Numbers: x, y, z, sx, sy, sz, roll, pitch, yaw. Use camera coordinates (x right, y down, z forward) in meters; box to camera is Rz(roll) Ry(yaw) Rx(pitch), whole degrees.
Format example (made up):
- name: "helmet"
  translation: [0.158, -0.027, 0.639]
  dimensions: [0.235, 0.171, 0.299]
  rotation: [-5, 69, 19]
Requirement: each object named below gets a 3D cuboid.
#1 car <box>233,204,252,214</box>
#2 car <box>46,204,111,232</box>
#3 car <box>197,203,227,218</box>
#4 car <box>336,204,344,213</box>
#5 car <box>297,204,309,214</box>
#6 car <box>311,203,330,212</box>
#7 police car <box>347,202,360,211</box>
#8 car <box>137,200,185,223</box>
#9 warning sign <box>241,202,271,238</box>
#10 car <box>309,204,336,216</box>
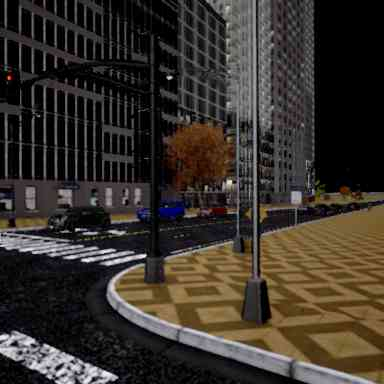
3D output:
- name: "car"
  translation: [7.967, 2.516, 48.577]
  dimensions: [2.033, 1.411, 5.357]
  rotation: [0, -1, 33]
- name: "car"
  translation: [-8.041, 1.783, 23.809]
  dimensions: [2.097, 1.767, 4.553]
  rotation: [0, -1, 33]
- name: "car"
  translation: [2.469, 2.137, 40.117]
  dimensions: [2.097, 1.767, 4.553]
  rotation: [0, -1, 33]
- name: "car"
  translation: [23.500, 2.659, 54.411]
  dimensions: [1.837, 1.490, 4.892]
  rotation: [0, -1, 33]
- name: "car"
  translation: [17.491, 2.611, 51.074]
  dimensions: [2.033, 1.411, 5.357]
  rotation: [0, -1, 32]
- name: "car"
  translation: [23.143, 2.798, 59.848]
  dimensions: [2.033, 1.411, 5.357]
  rotation: [0, -1, 33]
- name: "police car"
  translation: [31.914, 2.821, 65.546]
  dimensions: [1.930, 1.638, 5.238]
  rotation: [0, -1, 33]
- name: "car"
  translation: [-2.827, 1.828, 31.904]
  dimensions: [2.150, 2.045, 5.566]
  rotation: [0, -1, 33]
- name: "warning sign"
  translation: [3.516, 1.506, 18.270]
  dimensions: [1.300, 1.860, 1.060]
  rotation: [1, 0, 33]
- name: "car"
  translation: [18.103, 2.480, 46.020]
  dimensions: [1.837, 1.490, 4.892]
  rotation: [0, -1, 33]
